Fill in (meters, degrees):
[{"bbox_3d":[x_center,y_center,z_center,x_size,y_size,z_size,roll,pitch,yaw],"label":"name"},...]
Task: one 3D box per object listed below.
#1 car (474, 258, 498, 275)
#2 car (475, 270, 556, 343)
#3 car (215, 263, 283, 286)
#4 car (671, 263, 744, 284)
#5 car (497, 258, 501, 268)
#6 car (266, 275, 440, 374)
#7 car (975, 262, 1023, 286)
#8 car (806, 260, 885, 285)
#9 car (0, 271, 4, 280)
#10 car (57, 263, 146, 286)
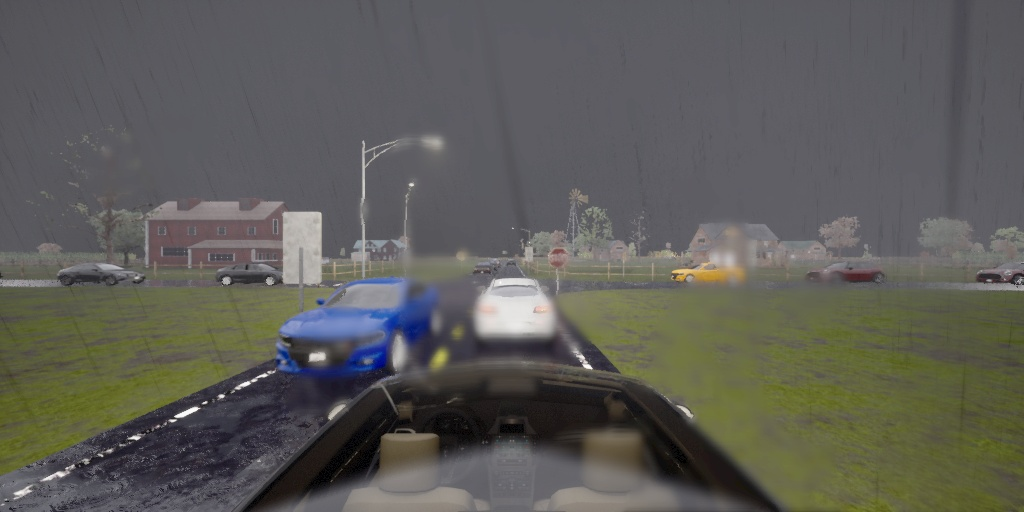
[{"bbox_3d":[-3.015,1.288,39.635,2.033,1.411,5.357,0,0,1],"label":"car"},{"bbox_3d":[0.073,1.275,9.582,1.812,1.442,4.674,0,0,0],"label":"car"},{"bbox_3d":[-16.933,1.206,23.934,4.892,1.490,1.837,0,0,1],"label":"car"},{"bbox_3d":[14.515,1.273,26.775,5.008,1.535,1.882,0,0,0],"label":"car"},{"bbox_3d":[-3.012,1.283,49.716,2.033,1.411,5.357,0,0,0],"label":"car"},{"bbox_3d":[-2.875,1.227,7.804,1.882,1.535,5.008,0,0,0],"label":"car"},{"bbox_3d":[37.703,1.244,26.666,4.553,1.767,2.097,0,0,0],"label":"car"},{"bbox_3d":[24.766,1.187,26.735,4.553,1.767,2.097,0,0,0],"label":"car"},{"bbox_3d":[-37.521,1.246,24.038,4.718,1.301,1.895,0,0,0],"label":"car"},{"bbox_3d":[-27.423,1.196,23.992,4.674,1.442,1.812,0,0,0],"label":"car"}]
